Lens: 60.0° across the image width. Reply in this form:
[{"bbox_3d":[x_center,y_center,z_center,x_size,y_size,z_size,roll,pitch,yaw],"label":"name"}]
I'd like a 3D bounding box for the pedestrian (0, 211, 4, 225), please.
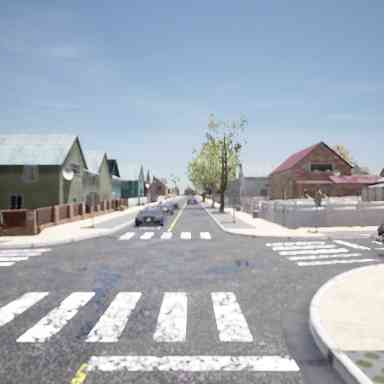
[{"bbox_3d":[-9.702,1.556,16.519,0.375,1.860,0.375,0,0,0],"label":"pedestrian"}]

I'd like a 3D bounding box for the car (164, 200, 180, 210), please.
[{"bbox_3d":[-2.861,1.878,48.477,1.895,1.301,4.718,0,0,0],"label":"car"}]

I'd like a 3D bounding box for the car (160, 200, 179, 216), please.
[{"bbox_3d":[-2.869,1.701,35.846,2.128,1.511,4.902,0,0,0],"label":"car"}]

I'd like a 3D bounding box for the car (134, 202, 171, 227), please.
[{"bbox_3d":[-2.885,1.706,24.260,1.994,1.385,4.181,0,0,1],"label":"car"}]

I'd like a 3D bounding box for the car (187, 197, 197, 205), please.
[{"bbox_3d":[0.056,1.735,68.613,2.097,1.767,4.553,0,0,0],"label":"car"}]

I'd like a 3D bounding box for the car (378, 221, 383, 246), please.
[{"bbox_3d":[8.902,1.289,10.384,5.357,1.411,2.033,-1,-1,-5],"label":"car"}]
